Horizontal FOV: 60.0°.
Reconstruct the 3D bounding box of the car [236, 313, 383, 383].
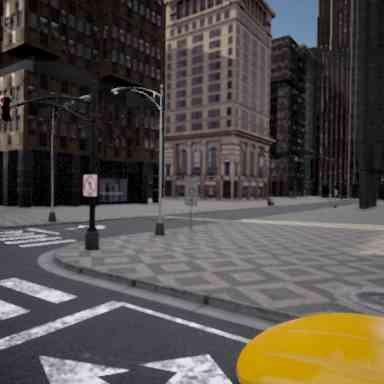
[{"bbox_3d":[2.610,1.489,1.825,5.008,1.535,1.882,1,0,35],"label":"car"}]
